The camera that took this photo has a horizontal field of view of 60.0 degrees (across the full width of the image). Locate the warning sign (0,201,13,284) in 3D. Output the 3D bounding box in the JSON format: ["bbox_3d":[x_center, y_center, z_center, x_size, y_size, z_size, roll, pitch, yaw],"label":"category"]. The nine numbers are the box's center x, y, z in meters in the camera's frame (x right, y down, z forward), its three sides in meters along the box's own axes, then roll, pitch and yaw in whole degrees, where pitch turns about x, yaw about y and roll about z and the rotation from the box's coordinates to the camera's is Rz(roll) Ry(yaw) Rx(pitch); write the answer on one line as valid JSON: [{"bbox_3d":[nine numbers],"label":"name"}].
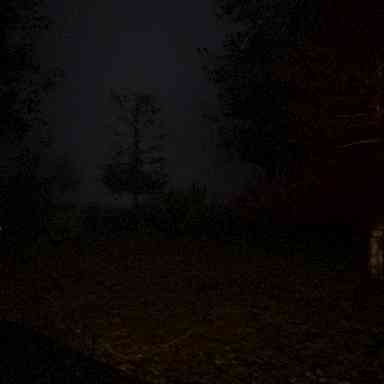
[{"bbox_3d":[-5.007,1.131,7.530,1.060,1.860,1.300,2,0,35],"label":"warning sign"}]
